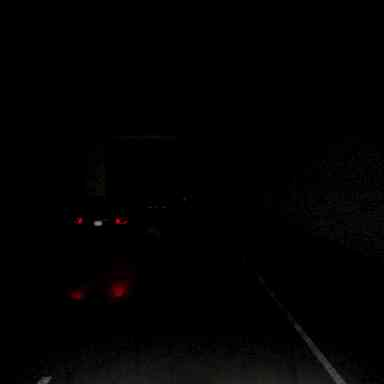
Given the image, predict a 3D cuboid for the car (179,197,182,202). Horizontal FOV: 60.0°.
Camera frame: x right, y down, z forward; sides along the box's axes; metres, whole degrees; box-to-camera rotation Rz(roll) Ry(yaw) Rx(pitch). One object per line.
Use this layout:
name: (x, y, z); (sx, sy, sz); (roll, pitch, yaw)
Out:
car: (-1.391, 1.392, 71.869); (2.097, 1.767, 4.553); (0, 0, -13)

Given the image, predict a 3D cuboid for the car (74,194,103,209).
car: (-14.105, 1.250, 45.753); (2.150, 2.045, 5.566); (0, 0, 0)

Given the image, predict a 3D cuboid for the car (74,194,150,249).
car: (-3.404, 1.230, 14.743); (2.150, 2.045, 5.566); (0, 0, 0)

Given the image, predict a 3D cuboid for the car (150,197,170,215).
car: (-3.410, 1.567, 34.800); (2.033, 1.411, 5.357); (0, 0, 0)

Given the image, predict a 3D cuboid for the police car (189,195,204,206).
police car: (0.923, 1.457, 55.068); (1.930, 1.638, 5.238); (0, 0, -3)

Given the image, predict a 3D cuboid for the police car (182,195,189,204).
police car: (-0.189, 1.463, 65.705); (1.930, 1.638, 5.238); (0, 0, -9)

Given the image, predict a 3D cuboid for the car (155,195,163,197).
car: (-9.158, 1.513, 91.240); (1.895, 1.301, 4.718); (0, 0, -26)
